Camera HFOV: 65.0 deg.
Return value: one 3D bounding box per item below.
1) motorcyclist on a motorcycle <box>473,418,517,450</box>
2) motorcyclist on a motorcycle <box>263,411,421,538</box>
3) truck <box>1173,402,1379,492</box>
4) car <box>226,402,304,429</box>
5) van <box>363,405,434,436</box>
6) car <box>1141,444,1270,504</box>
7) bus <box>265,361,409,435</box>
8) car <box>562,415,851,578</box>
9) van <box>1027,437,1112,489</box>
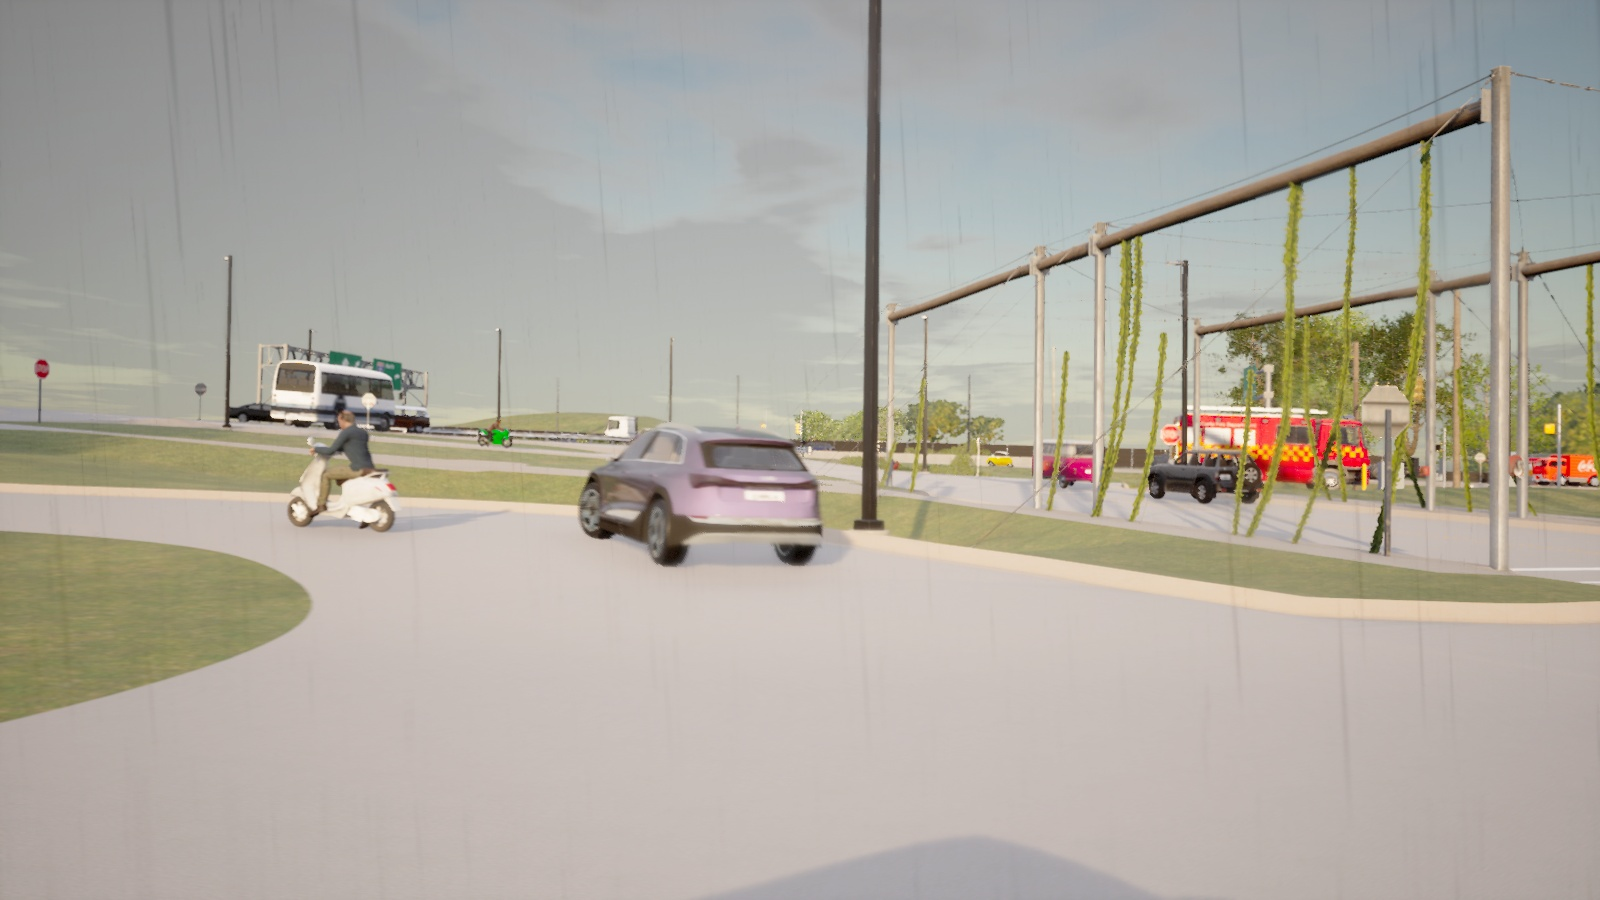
[{"bbox_3d":[-16.330,-0.845,67.261,2.044,1.523,0.797,4,0,12],"label":"motorcyclist on a motorcycle"},{"bbox_3d":[-6.103,0.297,16.743,1.817,1.590,0.866,2,1,20],"label":"motorcyclist on a motorcycle"},{"bbox_3d":[21.964,-0.141,58.408,8.468,3.827,2.891,2,-1,10],"label":"truck"},{"bbox_3d":[-38.791,-2.495,91.178,5.008,1.535,1.882,4,-1,-20],"label":"car"},{"bbox_3d":[-30.052,-2.215,94.016,4.480,2.038,2.069,4,-1,-38],"label":"van"},{"bbox_3d":[13.650,0.760,42.575,1.932,1.855,4.605,1,1,-15],"label":"car"},{"bbox_3d":[-30.769,-3.355,84.127,3.944,4.253,10.273,4,0,11],"label":"bus"},{"bbox_3d":[-1.400,0.473,16.003,2.033,1.649,4.856,2,2,-25],"label":"car"},{"bbox_3d":[11.183,0.497,52.418,1.775,1.987,4.442,1,1,-12],"label":"van"}]
